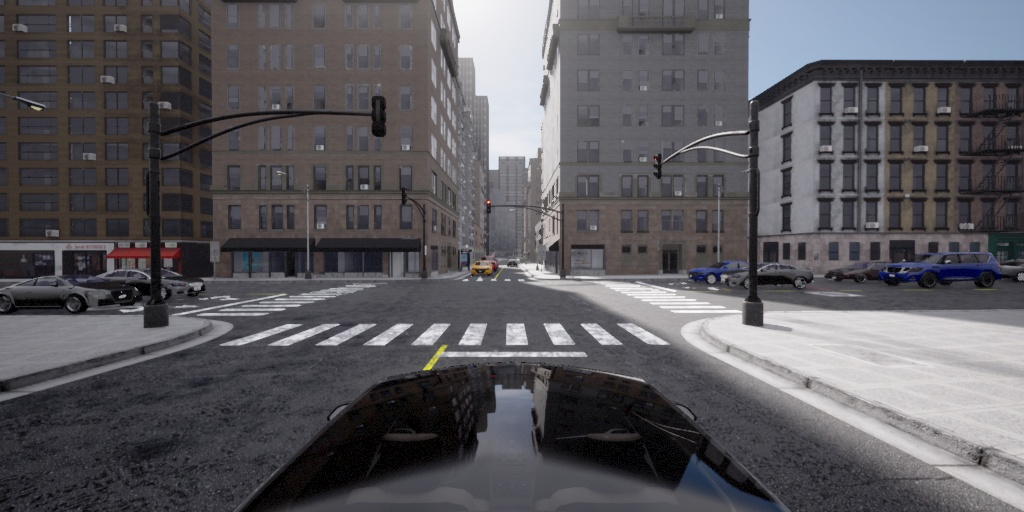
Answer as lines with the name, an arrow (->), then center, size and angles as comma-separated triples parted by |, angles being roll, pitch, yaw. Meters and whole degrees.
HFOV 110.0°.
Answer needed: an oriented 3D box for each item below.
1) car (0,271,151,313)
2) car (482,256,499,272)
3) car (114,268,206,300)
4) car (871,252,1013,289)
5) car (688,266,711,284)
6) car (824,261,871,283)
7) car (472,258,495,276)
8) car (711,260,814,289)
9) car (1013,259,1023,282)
car -> -17.522, 1.441, 14.279 | 4.181, 1.385, 1.994 | 0, 1, 0
car -> -3.104, 0.983, 47.503 | 2.150, 2.045, 5.566 | 0, 0, 0
car -> -17.790, 1.335, 17.538 | 4.902, 1.511, 2.128 | 0, 1, 1
car -> 25.175, 0.784, 21.175 | 5.566, 2.045, 2.150 | 0, 1, -1
car -> 14.659, 1.076, 24.382 | 5.008, 1.535, 1.882 | 0, 1, 0
car -> 24.585, 1.079, 24.432 | 5.357, 1.411, 2.033 | 0, 1, -1
car -> -3.100, 1.233, 37.548 | 1.882, 1.535, 5.008 | 0, 0, 0
car -> 14.896, 1.123, 21.133 | 4.902, 1.511, 2.128 | 0, 1, 0
car -> 34.974, 0.962, 24.467 | 4.892, 1.490, 1.837 | -1, 1, 0
